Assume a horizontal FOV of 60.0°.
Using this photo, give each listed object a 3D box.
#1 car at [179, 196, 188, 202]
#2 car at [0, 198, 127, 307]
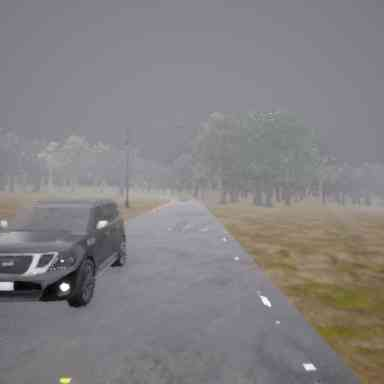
[{"bbox_3d":[-2.031,1.663,77.461,1.994,1.385,4.181,0,0,-1],"label":"car"},{"bbox_3d":[-3.100,1.199,8.271,2.150,2.045,5.566,0,0,0],"label":"car"}]
